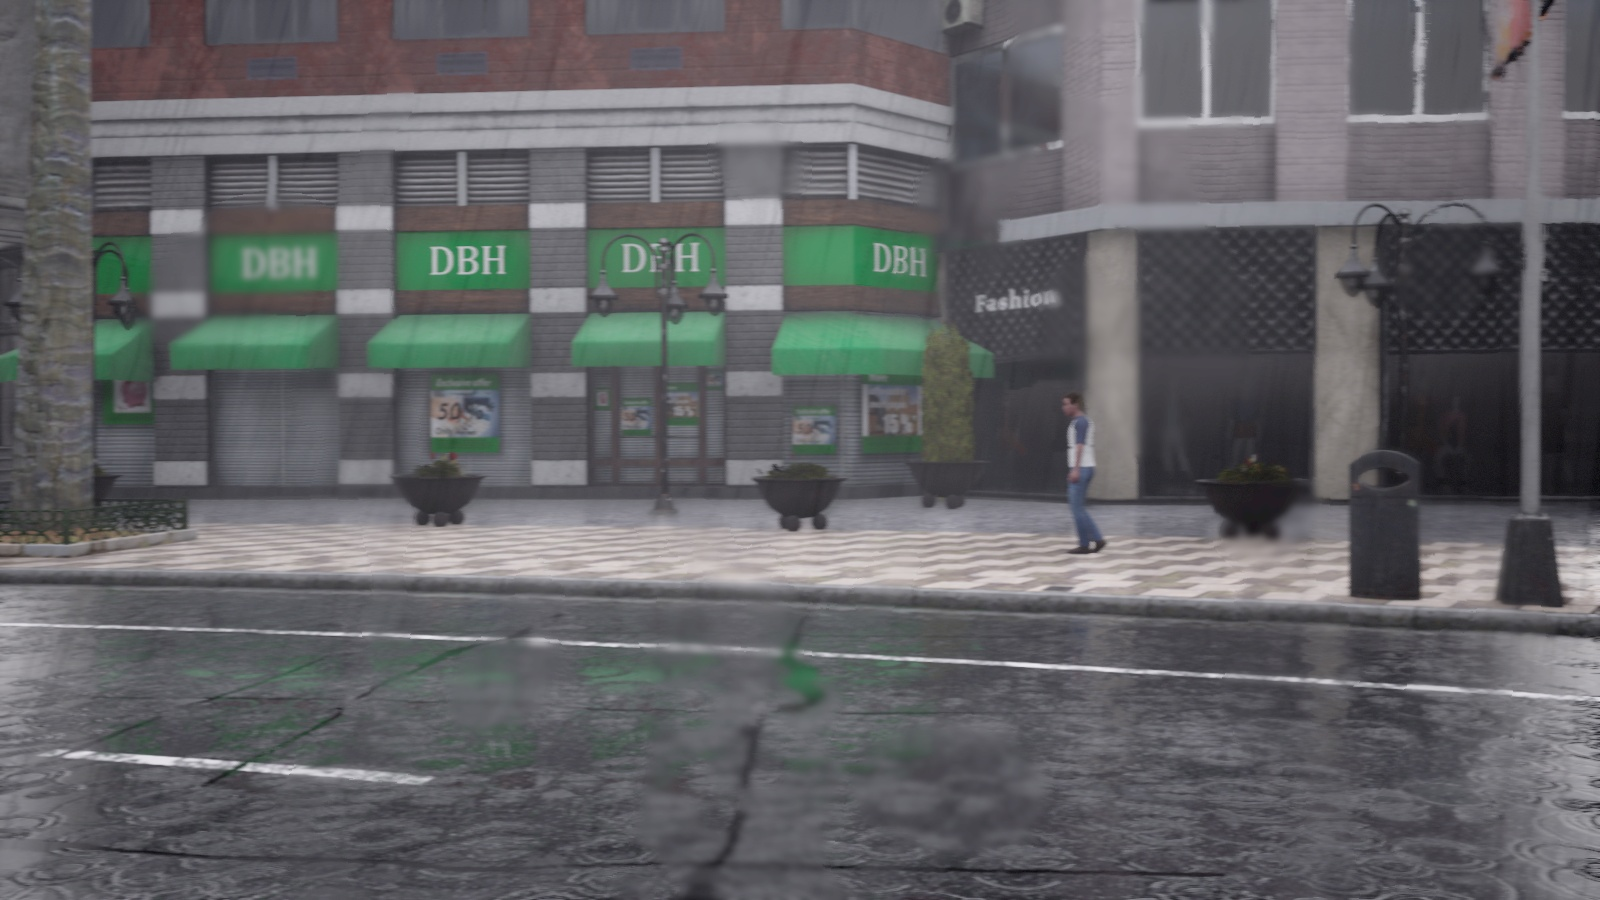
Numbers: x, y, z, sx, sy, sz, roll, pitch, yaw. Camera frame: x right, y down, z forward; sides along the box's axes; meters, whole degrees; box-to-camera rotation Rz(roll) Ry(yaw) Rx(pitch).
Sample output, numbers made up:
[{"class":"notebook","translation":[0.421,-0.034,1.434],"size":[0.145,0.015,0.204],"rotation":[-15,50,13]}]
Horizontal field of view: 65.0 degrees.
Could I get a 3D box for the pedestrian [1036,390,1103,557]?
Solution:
[{"class":"pedestrian","translation":[3.027,0.256,14.118],"size":[0.706,1.836,0.354],"rotation":[0,1,15]}]
